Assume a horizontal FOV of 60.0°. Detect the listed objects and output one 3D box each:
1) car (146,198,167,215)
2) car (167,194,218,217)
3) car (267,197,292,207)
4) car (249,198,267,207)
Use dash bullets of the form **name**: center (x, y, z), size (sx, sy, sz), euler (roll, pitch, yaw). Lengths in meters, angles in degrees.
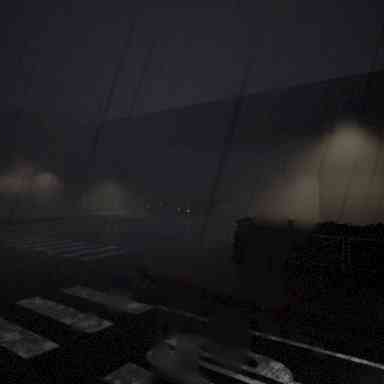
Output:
- **car**: center (-2.588, 1.364, 33.991), size (2.097, 1.767, 4.553), euler (0, 0, 36)
- **car**: center (0.415, 1.230, 32.175), size (2.150, 2.045, 5.566), euler (0, 0, 36)
- **car**: center (13.587, 1.517, 50.421), size (1.837, 1.490, 4.892), euler (0, -1, 36)
- **car**: center (10.768, 1.612, 52.493), size (1.895, 1.301, 4.718), euler (0, 0, 36)
